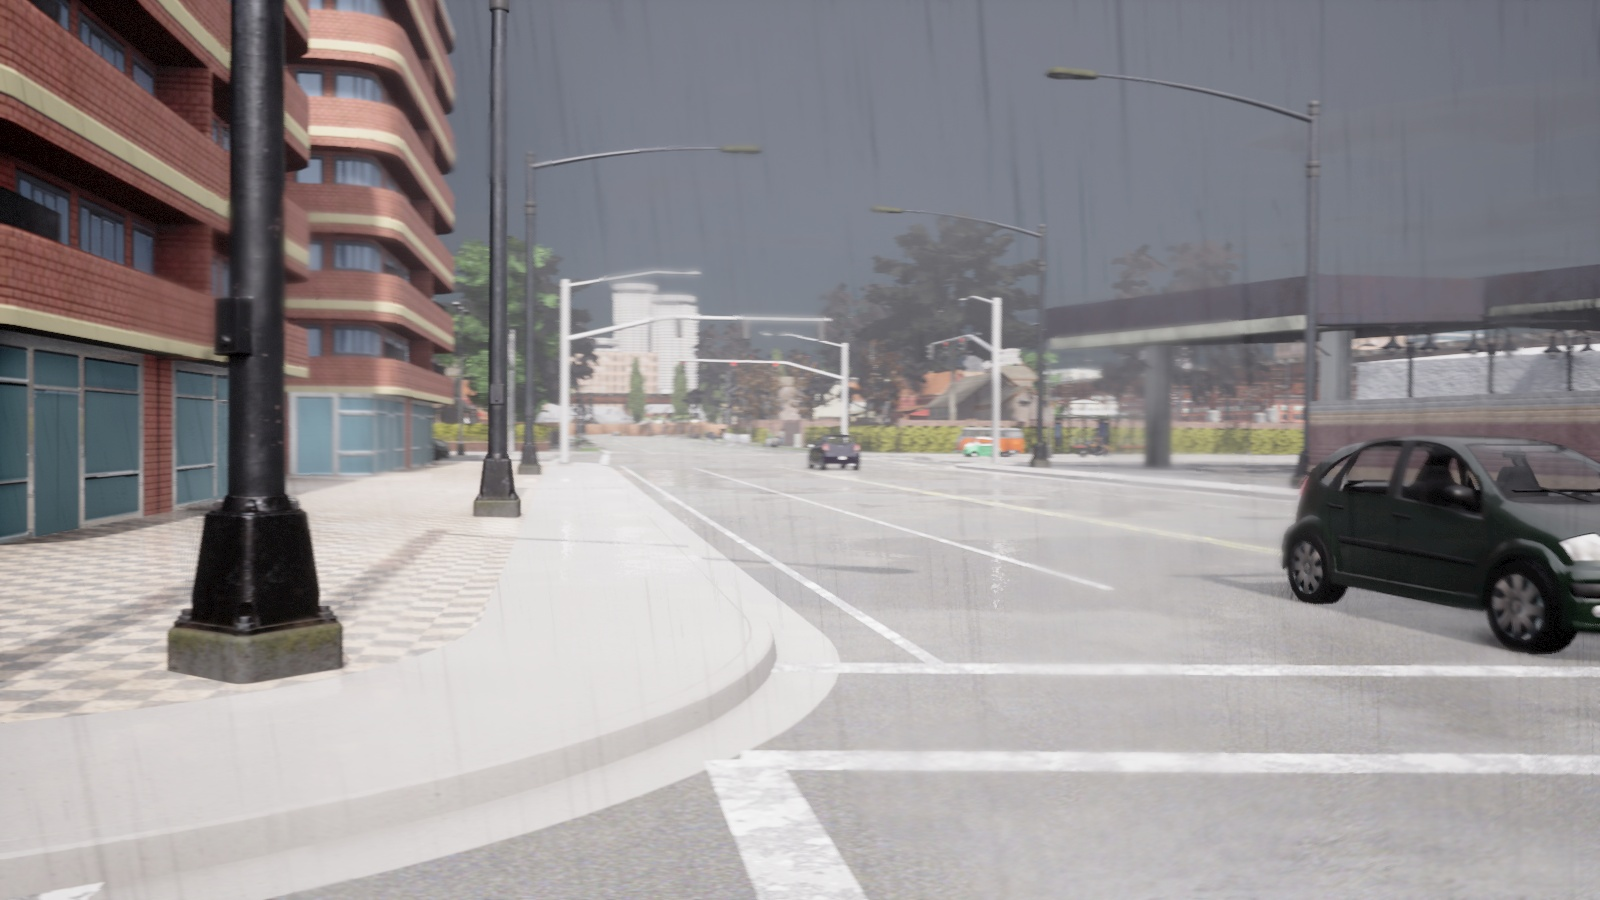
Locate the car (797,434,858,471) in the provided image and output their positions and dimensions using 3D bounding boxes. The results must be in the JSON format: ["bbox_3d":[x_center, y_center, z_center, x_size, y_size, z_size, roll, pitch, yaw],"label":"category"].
[{"bbox_3d":[1.151,0.069,53.508,1.845,1.501,3.633,-1,1,-11],"label":"car"}]

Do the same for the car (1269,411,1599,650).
[{"bbox_3d":[5.933,0.509,10.646,1.851,1.617,3.988,-1,1,-11],"label":"car"}]

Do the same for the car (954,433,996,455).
[{"bbox_3d":[10.918,-0.389,78.386,2.207,1.376,1.481,-1,1,-10],"label":"car"}]

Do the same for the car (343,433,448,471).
[{"bbox_3d":[-19.728,0.092,61.379,4.553,1.767,2.097,-1,1,-8],"label":"car"}]

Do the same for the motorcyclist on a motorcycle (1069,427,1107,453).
[{"bbox_3d":[19.127,-0.681,83.398,2.350,1.649,0.766,-1,1,-10],"label":"motorcyclist on a motorcycle"}]

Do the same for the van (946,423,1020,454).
[{"bbox_3d":[11.936,-0.759,82.117,4.442,1.987,1.775,-1,1,-10],"label":"van"}]
